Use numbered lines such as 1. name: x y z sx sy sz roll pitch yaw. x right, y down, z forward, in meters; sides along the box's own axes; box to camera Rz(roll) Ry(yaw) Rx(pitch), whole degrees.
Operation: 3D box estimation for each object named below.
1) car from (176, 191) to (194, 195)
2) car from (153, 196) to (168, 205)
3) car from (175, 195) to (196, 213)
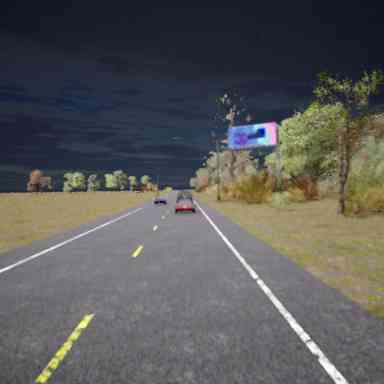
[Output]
1. car: -0.976 0.813 46.389 2.150 2.045 5.566 -1 1 -1
2. car: -4.564 1.280 48.467 1.895 1.301 4.718 -1 1 -1
3. car: -0.674 1.274 32.802 1.994 1.385 4.181 -1 1 -1
